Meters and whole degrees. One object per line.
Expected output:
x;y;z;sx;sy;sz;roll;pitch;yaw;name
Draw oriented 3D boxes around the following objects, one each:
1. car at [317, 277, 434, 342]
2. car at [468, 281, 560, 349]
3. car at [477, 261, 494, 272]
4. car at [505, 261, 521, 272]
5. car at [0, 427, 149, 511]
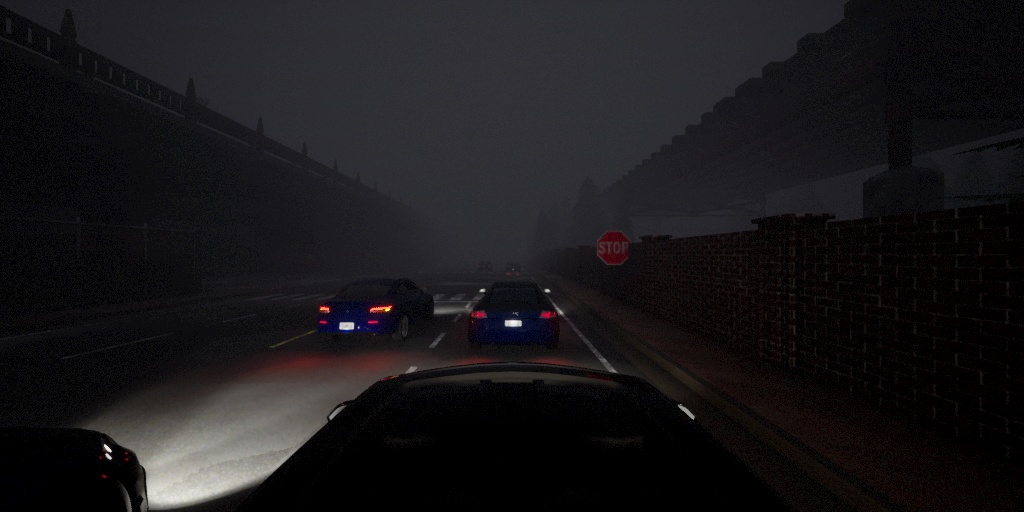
-3.411;1.276;9.691;1.812;1.442;4.674;0;0;0;car
0.070;1.314;9.169;1.994;1.385;4.181;0;0;1;car
-3.391;1.297;45.828;2.033;1.411;5.357;0;0;-1;car
0.104;1.351;45.987;1.895;1.301;4.718;0;0;-1;car
-3.398;1.314;0.595;1.994;1.385;4.181;0;0;0;car
